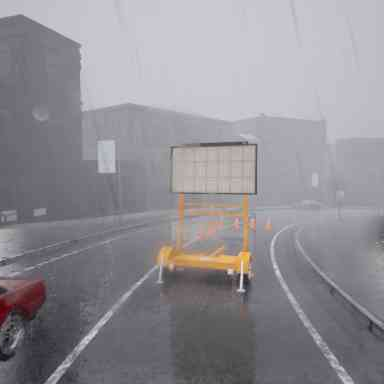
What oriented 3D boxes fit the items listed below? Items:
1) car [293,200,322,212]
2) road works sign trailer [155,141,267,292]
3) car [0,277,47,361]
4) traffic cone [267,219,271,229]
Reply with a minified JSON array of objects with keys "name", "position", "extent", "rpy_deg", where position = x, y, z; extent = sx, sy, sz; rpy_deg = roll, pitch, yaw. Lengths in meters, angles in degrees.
[{"name":"car","position":[14.486,1.692,41.391],"extent":[4.674,1.442,1.812],"rpy_deg":[2,2,-41]},{"name":"road works sign trailer","position":[0.607,0.457,9.147],"extent":[2.380,3.560,2.880],"rpy_deg":[1,0,18]},{"name":"car","position":[-3.365,1.587,3.146],"extent":[1.895,1.301,4.718],"rpy_deg":[0,0,3]},{"name":"traffic cone","position":[4.833,2.015,21.040],"extent":[0.340,0.580,0.340],"rpy_deg":[2,0,14]}]
